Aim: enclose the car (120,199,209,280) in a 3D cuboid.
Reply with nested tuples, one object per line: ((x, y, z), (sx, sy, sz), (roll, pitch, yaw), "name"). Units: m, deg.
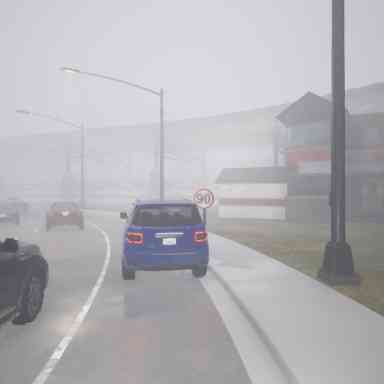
((-1.002, 1.220, 10.221), (2.150, 2.045, 5.566), (0, 0, -11), "car")

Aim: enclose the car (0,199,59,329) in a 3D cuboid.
((-3.641, 1.221, 3.922), (2.150, 2.045, 5.566), (0, 0, -4), "car")

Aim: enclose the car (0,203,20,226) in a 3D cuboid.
((-13.716, 1.564, 24.083), (1.994, 1.385, 4.181), (0, 0, -31), "car")

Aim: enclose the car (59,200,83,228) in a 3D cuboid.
((-8.354, 1.352, 21.554), (2.097, 1.767, 4.553), (0, 0, -24), "car")
